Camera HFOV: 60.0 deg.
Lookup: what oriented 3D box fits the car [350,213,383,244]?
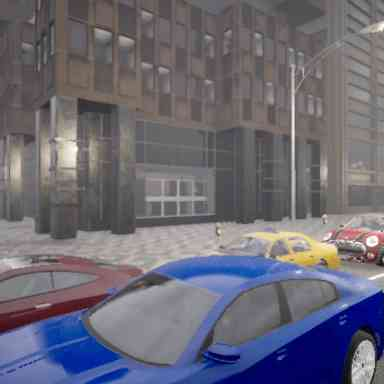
[{"bbox_3d":[6.309,1.495,11.582,4.097,1.590,1.967,0,0,-37],"label":"car"}]

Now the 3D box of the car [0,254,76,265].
[{"bbox_3d":[-2.586,1.623,4.770,4.206,1.307,1.802,0,0,-37],"label":"car"}]

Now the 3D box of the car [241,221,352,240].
[{"bbox_3d":[1.727,1.573,8.073,4.829,1.417,1.752,0,0,-37],"label":"car"}]

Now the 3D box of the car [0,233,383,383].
[{"bbox_3d":[0.189,1.502,3.546,5.008,1.535,1.882,0,-1,-37],"label":"car"}]
